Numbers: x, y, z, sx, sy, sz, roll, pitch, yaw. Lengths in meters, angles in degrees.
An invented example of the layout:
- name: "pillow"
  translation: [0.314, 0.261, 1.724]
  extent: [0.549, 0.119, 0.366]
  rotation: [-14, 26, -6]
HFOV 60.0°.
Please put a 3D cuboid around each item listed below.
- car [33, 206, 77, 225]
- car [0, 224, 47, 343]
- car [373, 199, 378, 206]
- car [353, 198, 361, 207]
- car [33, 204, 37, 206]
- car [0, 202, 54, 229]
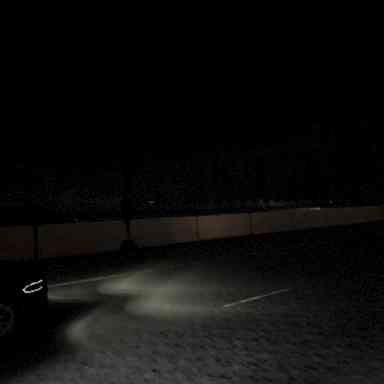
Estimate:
- name: "car"
  translation: [-7.599, 1.548, 15.762]
  extent: [4.181, 1.385, 1.994]
  rotation: [0, 0, -35]
- name: "car"
  translation: [-4.739, 1.486, 4.666]
  extent: [5.008, 1.535, 1.882]
  rotation: [0, 0, -35]
- name: "car"
  translation: [24.871, 1.571, 43.107]
  extent: [4.892, 1.490, 1.837]
  rotation: [1, -1, -35]
- name: "car"
  translation: [22.780, 1.556, 45.914]
  extent: [4.902, 1.511, 2.128]
  rotation: [1, 0, -35]
- name: "car"
  translation: [-9.713, 1.462, 18.554]
  extent: [5.008, 1.535, 1.882]
  rotation: [0, 0, -35]
- name: "car"
  translation: [-11.751, 1.463, 21.399]
  extent: [5.008, 1.535, 1.882]
  rotation: [0, 0, -35]
